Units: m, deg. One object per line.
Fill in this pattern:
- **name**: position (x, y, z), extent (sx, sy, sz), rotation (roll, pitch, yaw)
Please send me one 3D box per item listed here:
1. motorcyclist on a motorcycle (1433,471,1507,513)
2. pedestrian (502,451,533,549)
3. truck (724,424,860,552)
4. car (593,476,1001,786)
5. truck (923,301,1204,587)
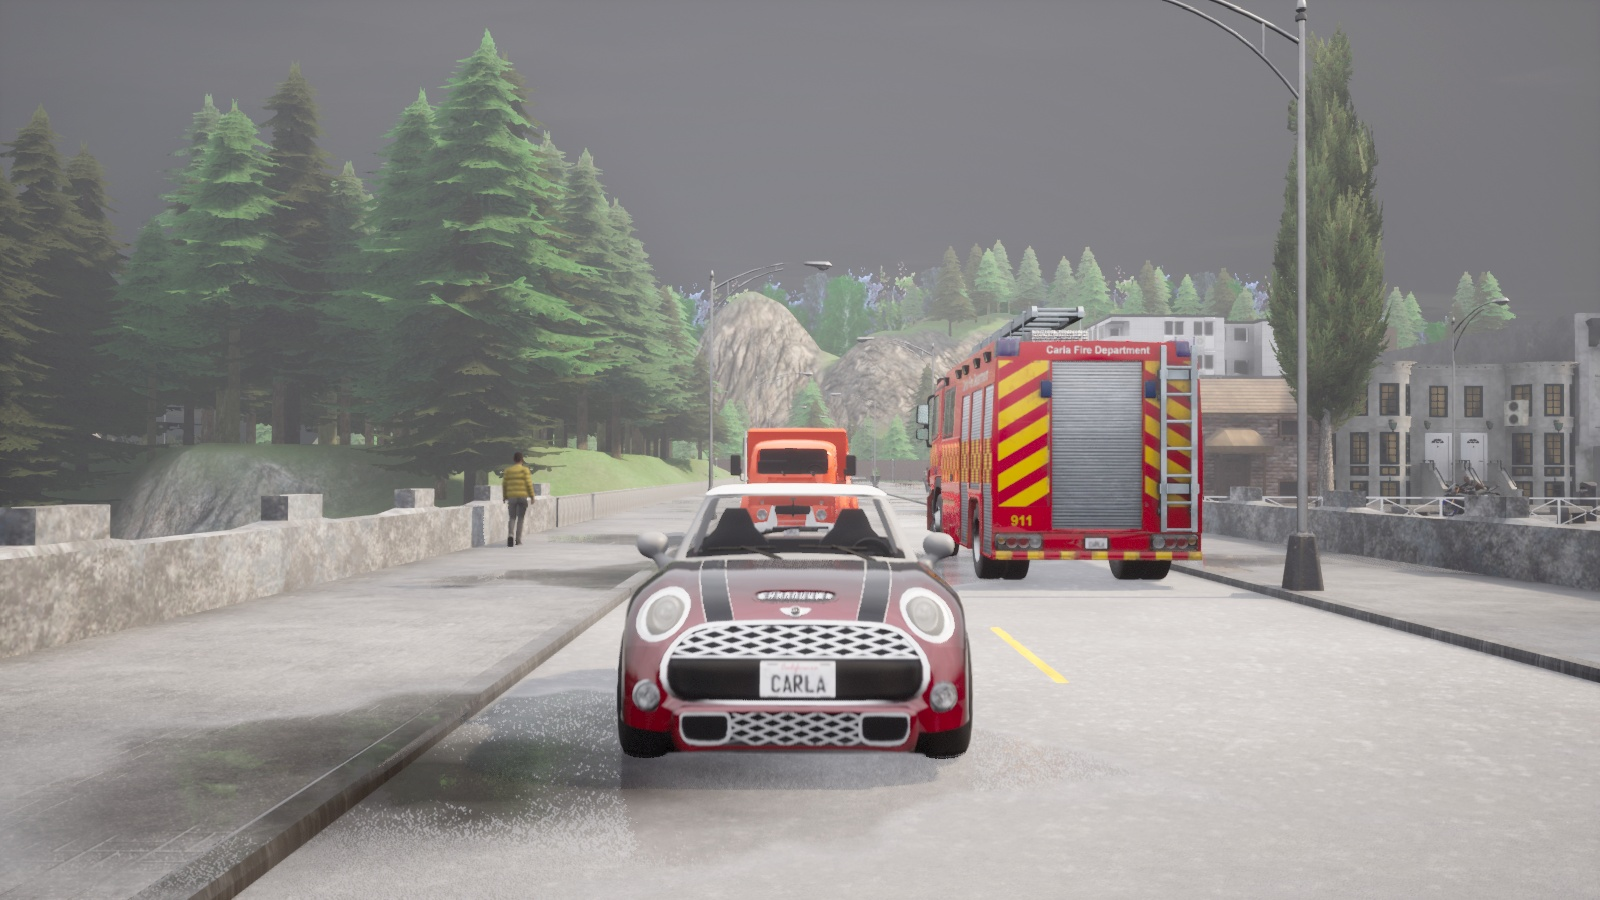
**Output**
- **motorcyclist on a motorcycle**: position (24.408, 1.519, 45.770), extent (2.191, 1.530, 0.866), rotation (0, -1, 0)
- **pedestrian**: position (-5.373, 0.946, 23.880), extent (0.431, 1.840, 0.709), rotation (0, -1, -1)
- **truck**: position (-0.033, 0.778, 26.878), extent (2.627, 2.467, 5.204), rotation (0, -1, 3)
- **car**: position (-0.021, 0.914, 7.986), extent (1.970, 1.475, 3.806), rotation (0, -1, 0)
- **truck**: position (3.942, -0.013, 21.061), extent (2.891, 3.827, 8.468), rotation (0, -1, 0)
